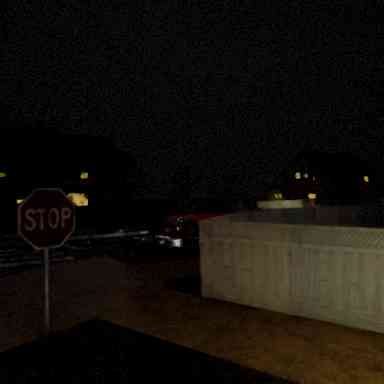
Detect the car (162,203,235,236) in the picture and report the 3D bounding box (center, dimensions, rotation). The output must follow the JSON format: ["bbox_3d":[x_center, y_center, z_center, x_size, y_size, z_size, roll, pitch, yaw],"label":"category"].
[{"bbox_3d":[0.502,1.488,19.399,4.553,1.767,2.097,0,-1,-34],"label":"car"}]

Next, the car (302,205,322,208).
[{"bbox_3d":[9.211,1.659,25.262,4.181,1.385,1.994,0,-1,-33],"label":"car"}]

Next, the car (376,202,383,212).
[{"bbox_3d":[16.484,1.500,26.617,4.902,1.511,2.128,0,-1,-32],"label":"car"}]
